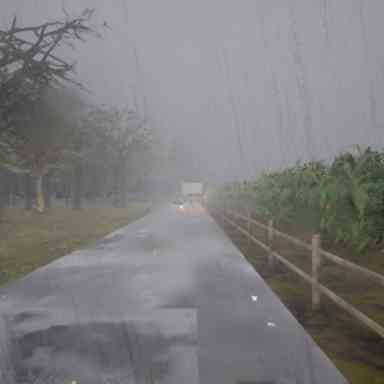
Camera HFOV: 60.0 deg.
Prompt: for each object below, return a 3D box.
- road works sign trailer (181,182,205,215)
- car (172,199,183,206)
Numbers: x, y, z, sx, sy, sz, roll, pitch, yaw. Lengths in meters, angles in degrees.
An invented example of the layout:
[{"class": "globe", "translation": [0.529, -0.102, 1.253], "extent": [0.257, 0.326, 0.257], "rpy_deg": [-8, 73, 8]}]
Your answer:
[{"class": "road works sign trailer", "translation": [0.000, 0.634, 35.002], "extent": [2.380, 3.560, 2.880], "rpy_deg": [0, 0, 0]}, {"class": "car", "translation": [-2.770, 2.019, 64.594], "extent": [1.895, 1.301, 4.718], "rpy_deg": [0, -1, 1]}]
